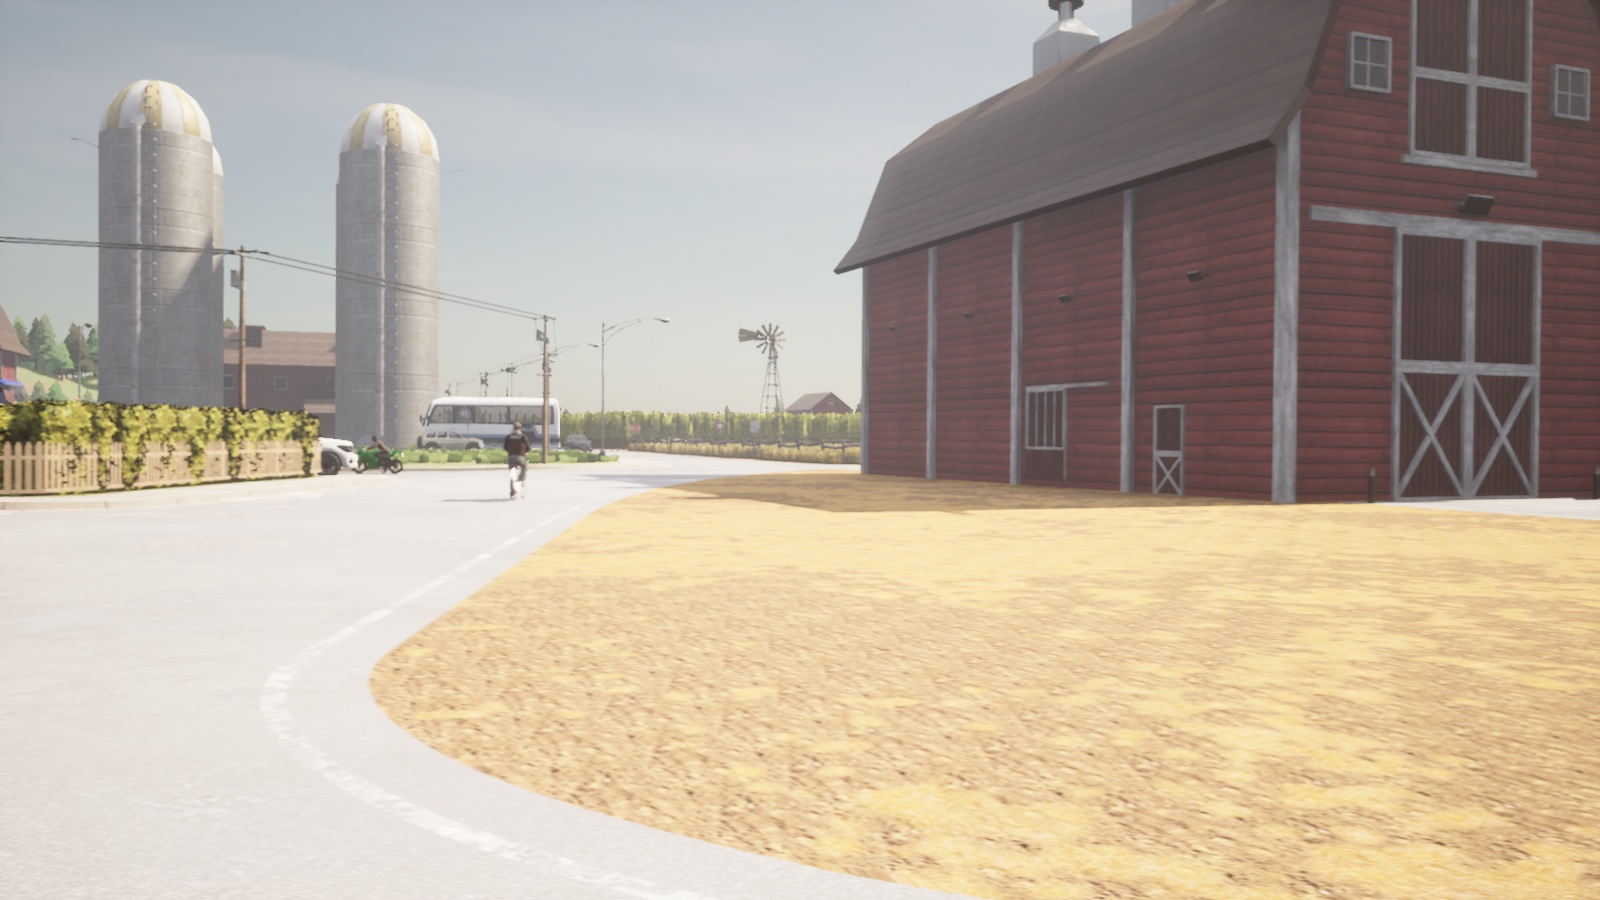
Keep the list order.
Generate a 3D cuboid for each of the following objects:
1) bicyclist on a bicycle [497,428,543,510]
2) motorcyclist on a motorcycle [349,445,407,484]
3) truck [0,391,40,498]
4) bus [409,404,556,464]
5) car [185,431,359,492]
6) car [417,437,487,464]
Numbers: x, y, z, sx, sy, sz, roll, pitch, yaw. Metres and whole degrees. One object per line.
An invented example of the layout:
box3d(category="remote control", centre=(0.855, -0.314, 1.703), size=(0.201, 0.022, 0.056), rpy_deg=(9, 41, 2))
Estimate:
box3d(category="bicyclist on a bicycle", centre=(-6.332, 0.409, 28.476), size=(0.659, 1.776, 1.843), rpy_deg=(-1, 1, -1))
box3d(category="motorcyclist on a motorcycle", centre=(-16.526, 0.559, 49.249), size=(2.044, 1.523, 0.797), rpy_deg=(0, 0, -7))
box3d(category="truck", centre=(-29.606, -0.123, 40.840), size=(7.936, 3.462, 2.891), rpy_deg=(-1, 1, -21))
box3d(category="bus", centre=(-23.479, -1.236, 93.249), size=(10.273, 4.253, 3.944), rpy_deg=(-1, 1, -14))
box3d(category="car", centre=(-18.770, 0.378, 44.969), size=(5.566, 2.045, 2.150), rpy_deg=(-1, 1, -19))
box3d(category="car", centre=(-24.857, 0.021, 89.605), size=(4.605, 1.855, 1.932), rpy_deg=(-1, 1, -22))
